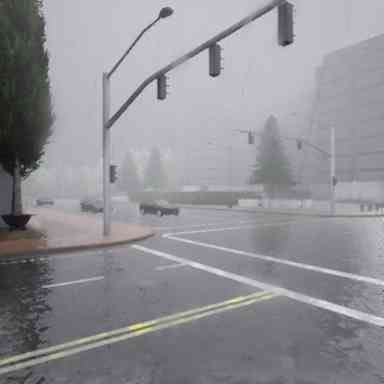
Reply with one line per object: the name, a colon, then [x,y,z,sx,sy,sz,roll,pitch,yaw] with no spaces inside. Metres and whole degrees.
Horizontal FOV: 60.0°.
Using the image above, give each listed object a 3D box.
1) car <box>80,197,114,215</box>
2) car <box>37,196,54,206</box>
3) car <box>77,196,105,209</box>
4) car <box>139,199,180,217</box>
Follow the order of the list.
car: [-9.680,1.474,33.537,2.033,1.411,5.357,0,0,-36]
car: [-23.144,1.434,52.387,1.837,1.490,4.892,0,0,-35]
car: [-13.753,1.397,45.212,2.128,1.511,4.902,0,0,-36]
car: [-3.010,1.383,30.262,1.882,1.535,5.008,0,0,-36]
